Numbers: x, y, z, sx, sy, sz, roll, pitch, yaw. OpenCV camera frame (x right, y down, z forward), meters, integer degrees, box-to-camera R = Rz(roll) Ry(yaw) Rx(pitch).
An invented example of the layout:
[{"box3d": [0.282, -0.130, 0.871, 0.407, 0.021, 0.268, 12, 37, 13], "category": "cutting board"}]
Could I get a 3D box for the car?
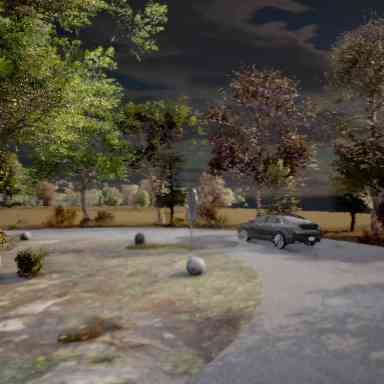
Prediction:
[{"box3d": [4.131, 1.817, 16.408, 1.837, 1.490, 4.892, 2, -2, -24], "category": "car"}]
